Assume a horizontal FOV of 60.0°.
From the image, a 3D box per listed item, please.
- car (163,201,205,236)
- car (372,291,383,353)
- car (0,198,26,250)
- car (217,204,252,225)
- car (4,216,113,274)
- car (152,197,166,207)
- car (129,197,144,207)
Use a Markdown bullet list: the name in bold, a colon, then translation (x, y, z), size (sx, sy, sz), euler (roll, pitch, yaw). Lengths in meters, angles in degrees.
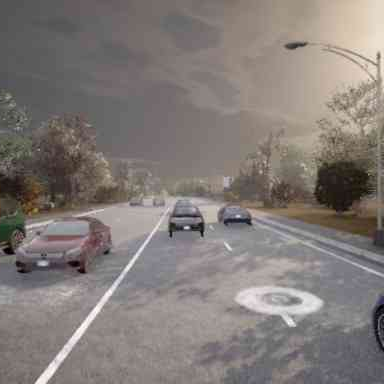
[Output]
- **car**: translation (-0.321, 1.498, 18.360), size (2.128, 1.511, 4.902), euler (0, 0, -2)
- **car**: translation (3.538, 1.522, 2.908), size (1.812, 1.442, 4.674), euler (0, 0, 0)
- **car**: translation (-7.277, 1.233, 10.376), size (2.150, 2.045, 5.566), euler (0, 0, -2)
- **car**: translation (2.997, 1.568, 24.013), size (1.994, 1.385, 4.181), euler (0, 0, -2)
- **car**: translation (-3.797, 1.533, 10.699), size (1.812, 1.442, 4.674), euler (0, 0, -1)
- **car**: translation (-5.124, 1.512, 51.917), size (2.128, 1.511, 4.902), euler (0, 0, -2)
- **car**: translation (-8.622, 1.529, 51.798), size (1.837, 1.490, 4.892), euler (0, 0, -2)
